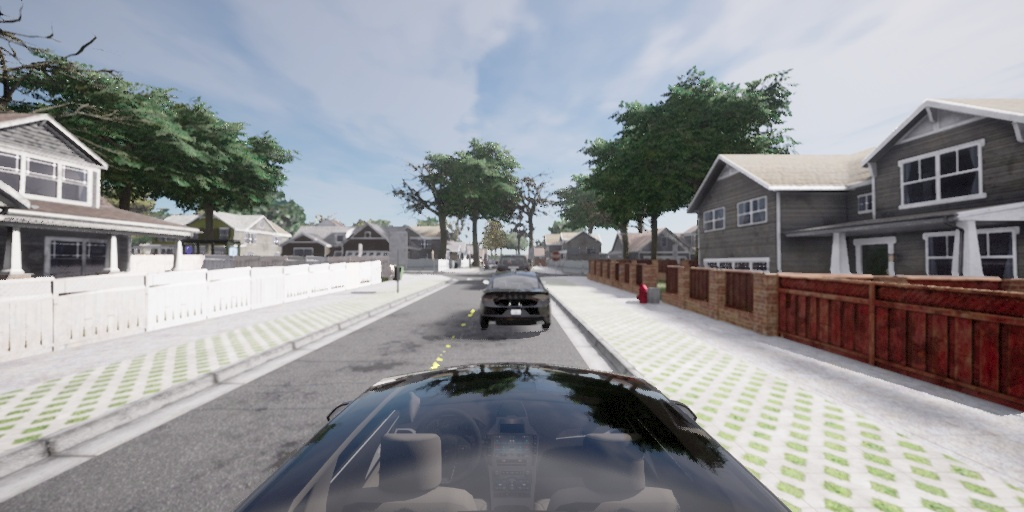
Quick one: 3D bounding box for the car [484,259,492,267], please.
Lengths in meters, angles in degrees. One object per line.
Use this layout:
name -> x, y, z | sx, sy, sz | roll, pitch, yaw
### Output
car -> -2.887, 1.239, 51.241 | 2.128, 1.511, 4.902 | 0, 0, 0

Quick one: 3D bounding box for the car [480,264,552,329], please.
car -> 0.091, 1.191, 11.176 | 1.882, 1.535, 5.008 | 0, 0, 0

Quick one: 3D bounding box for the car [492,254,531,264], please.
car -> 0.079, 0.915, 23.279 | 2.150, 2.045, 5.566 | 0, 0, 0
